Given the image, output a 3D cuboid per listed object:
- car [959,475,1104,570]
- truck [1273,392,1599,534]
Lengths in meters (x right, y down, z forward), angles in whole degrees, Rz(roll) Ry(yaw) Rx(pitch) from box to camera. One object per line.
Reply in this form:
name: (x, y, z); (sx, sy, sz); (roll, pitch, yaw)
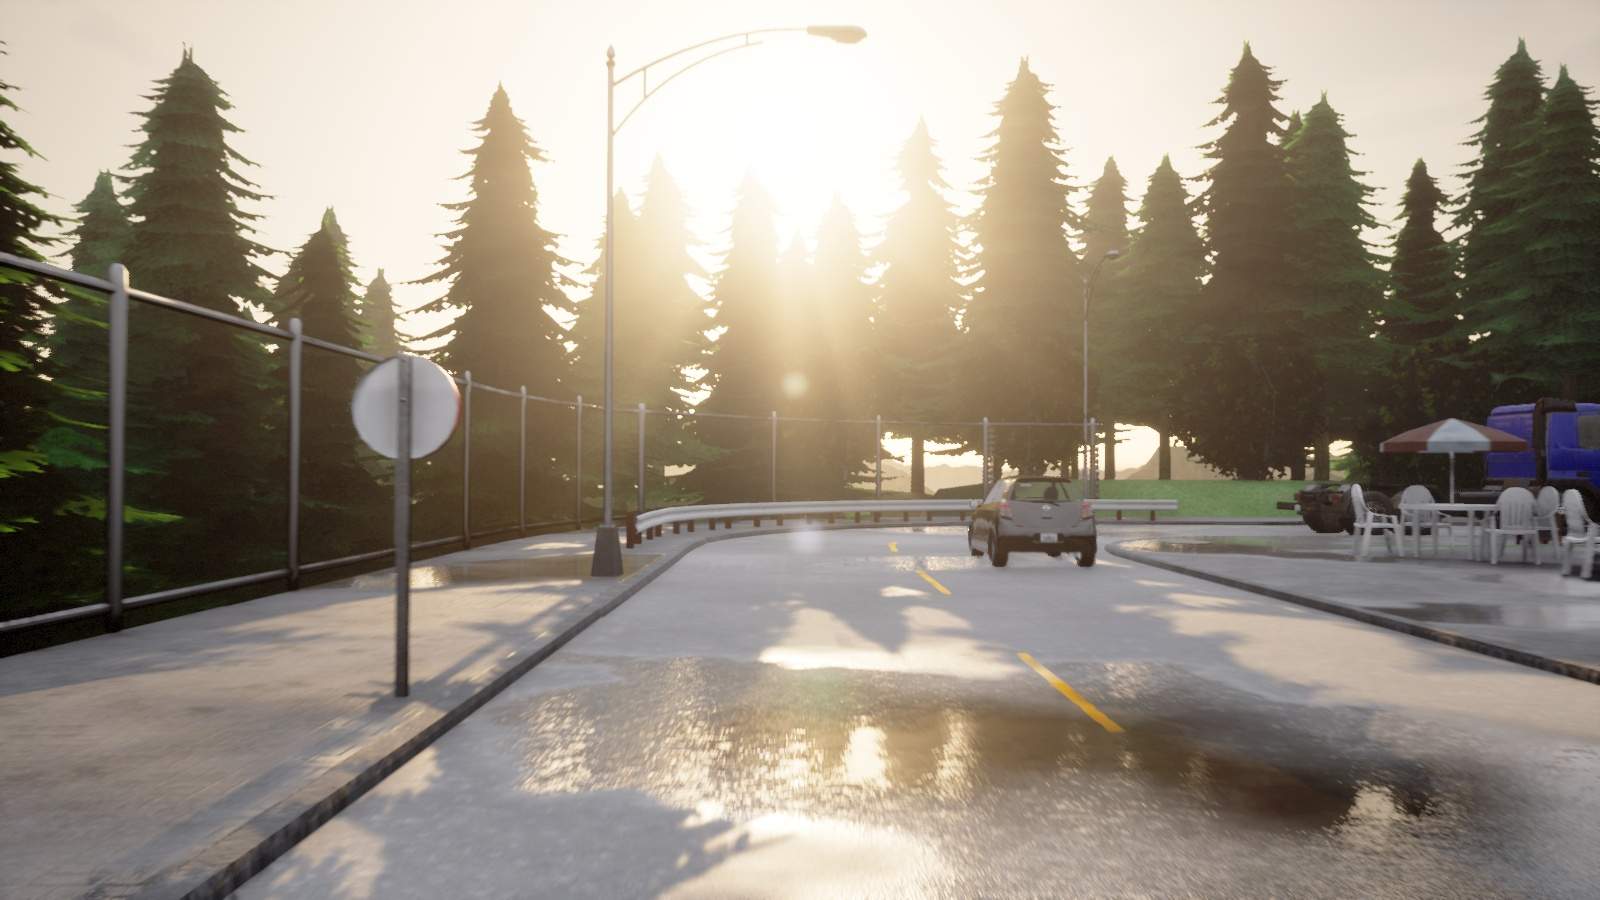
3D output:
car: (3.952, 1.202, 22.007); (1.845, 1.501, 3.633); (0, -1, 0)
truck: (16.673, 0.336, 32.219); (7.936, 3.462, 2.891); (0, -1, -2)
